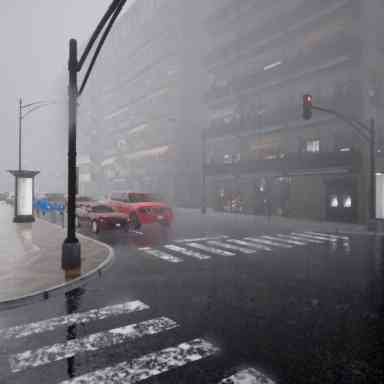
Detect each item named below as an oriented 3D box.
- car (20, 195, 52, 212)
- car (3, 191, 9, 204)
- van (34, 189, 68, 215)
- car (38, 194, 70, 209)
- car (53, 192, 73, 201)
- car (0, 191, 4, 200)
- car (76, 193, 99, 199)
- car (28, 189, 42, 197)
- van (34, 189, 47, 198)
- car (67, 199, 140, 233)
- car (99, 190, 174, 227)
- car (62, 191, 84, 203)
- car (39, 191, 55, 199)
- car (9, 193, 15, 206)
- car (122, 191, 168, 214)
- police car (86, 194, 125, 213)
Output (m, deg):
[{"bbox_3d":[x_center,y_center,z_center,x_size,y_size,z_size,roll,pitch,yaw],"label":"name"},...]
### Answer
[{"bbox_3d":[-14.686,0.996,31.113,1.887,1.381,4.507,2,0,-36],"label":"car"},{"bbox_3d":[-21.207,0.804,40.149,1.752,1.417,4.829,2,0,-36],"label":"car"},{"bbox_3d":[-11.369,0.881,26.526,1.690,1.788,3.998,2,0,-36],"label":"van"},{"bbox_3d":[-15.068,0.958,36.061,2.033,1.411,5.357,1,0,-36],"label":"car"},{"bbox_3d":[-21.137,0.747,54.370,1.947,1.339,4.313,2,0,-36],"label":"car"},{"bbox_3d":[-27.924,0.541,49.460,1.967,1.590,4.097,2,0,-36],"label":"car"},{"bbox_3d":[-9.158,1.045,27.862,1.882,1.535,5.008,1,1,-36],"label":"car"},{"bbox_3d":[-34.375,0.271,72.718,1.967,1.590,4.097,2,0,-36],"label":"car"},{"bbox_3d":[-31.062,0.259,68.132,1.690,1.788,3.998,2,0,-36],"label":"van"},{"bbox_3d":[-4.755,1.260,17.353,1.887,1.381,4.507,2,0,-36],"label":"car"},{"bbox_3d":[-3.279,0.945,19.720,2.150,2.045,5.566,1,1,-36],"label":"car"},{"bbox_3d":[-17.823,0.710,49.784,1.967,1.590,4.097,2,0,-36],"label":"car"},{"bbox_3d":[-27.856,0.529,63.683,1.752,1.417,4.829,2,0,-36],"label":"car"},{"bbox_3d":[-17.996,0.908,35.700,1.887,1.381,4.507,2,0,-36],"label":"car"},{"bbox_3d":[-4.578,0.936,31.436,2.192,1.841,5.009,2,0,-36],"label":"car"},{"bbox_3d":[-8.457,1.059,32.184,2.038,1.542,4.974,1,0,-36],"label":"police car"}]
